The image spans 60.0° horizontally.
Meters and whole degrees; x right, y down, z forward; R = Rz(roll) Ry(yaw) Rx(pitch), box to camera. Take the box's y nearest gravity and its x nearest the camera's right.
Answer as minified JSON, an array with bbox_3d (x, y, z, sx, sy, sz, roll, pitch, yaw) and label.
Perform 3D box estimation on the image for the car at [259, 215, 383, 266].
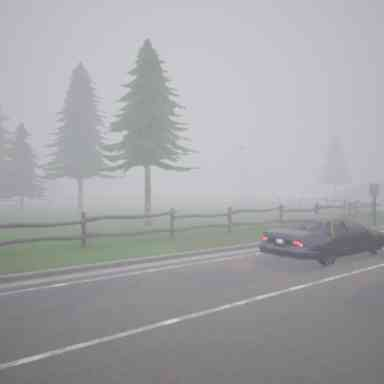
[{"bbox_3d":[4.704,1.526,11.465,5.357,1.411,2.033,0,0,-35],"label":"car"}]
